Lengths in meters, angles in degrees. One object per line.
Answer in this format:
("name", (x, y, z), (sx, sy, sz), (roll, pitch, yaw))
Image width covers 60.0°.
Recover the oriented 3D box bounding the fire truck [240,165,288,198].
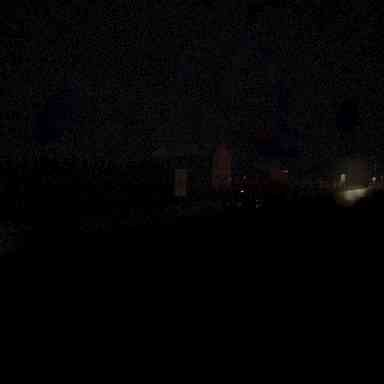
("fire truck", (9.123, -1.358, 41.303), (2.891, 3.827, 8.468), (3, 4, 36))
